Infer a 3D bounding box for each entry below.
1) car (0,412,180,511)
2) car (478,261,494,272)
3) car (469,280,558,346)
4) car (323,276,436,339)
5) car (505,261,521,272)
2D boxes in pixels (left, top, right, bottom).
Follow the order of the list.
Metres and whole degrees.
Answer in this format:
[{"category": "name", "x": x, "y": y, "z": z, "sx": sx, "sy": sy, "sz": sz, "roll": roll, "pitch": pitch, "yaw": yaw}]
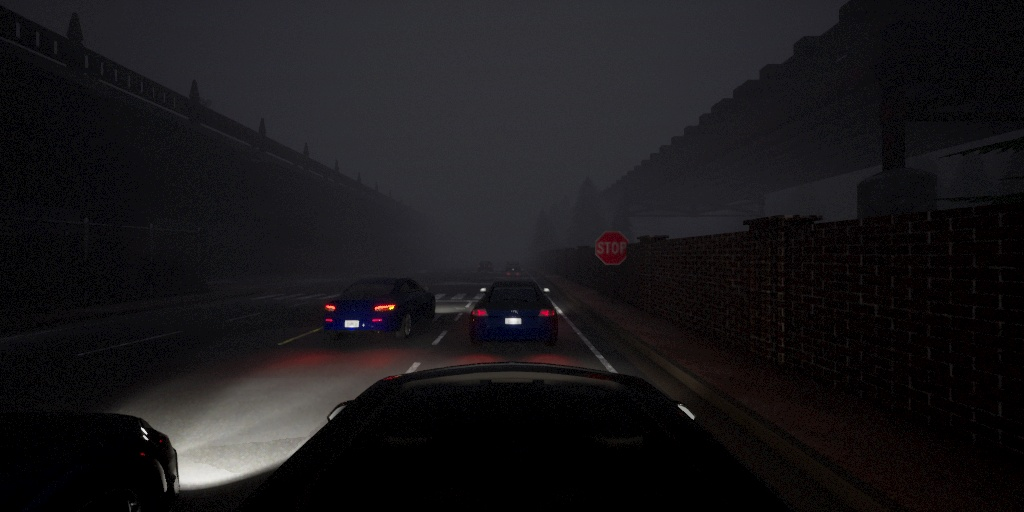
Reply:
[{"category": "car", "x": -3.399, "y": 1.314, "z": 0.835, "sx": 1.994, "sy": 1.385, "sz": 4.181, "roll": 0, "pitch": 0, "yaw": 0}, {"category": "car", "x": -3.386, "y": 1.297, "z": 46.020, "sx": 2.033, "sy": 1.411, "sz": 5.357, "roll": 0, "pitch": 0, "yaw": -1}, {"category": "car", "x": 0.070, "y": 1.314, "z": 9.407, "sx": 1.994, "sy": 1.385, "sz": 4.181, "roll": 0, "pitch": 0, "yaw": 1}, {"category": "car", "x": -3.411, "y": 1.276, "z": 9.930, "sx": 1.812, "sy": 1.442, "sz": 4.674, "roll": 0, "pitch": 0, "yaw": 0}, {"category": "car", "x": 0.109, "y": 1.351, "z": 46.211, "sx": 1.895, "sy": 1.301, "sz": 4.718, "roll": 0, "pitch": 0, "yaw": -1}]
